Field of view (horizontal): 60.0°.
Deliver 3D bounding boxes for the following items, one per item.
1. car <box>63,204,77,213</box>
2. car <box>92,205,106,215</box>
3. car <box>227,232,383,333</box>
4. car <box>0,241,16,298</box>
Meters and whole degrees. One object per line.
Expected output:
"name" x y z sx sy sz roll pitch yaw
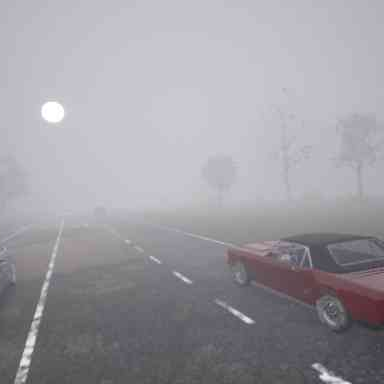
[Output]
"car" -27.575 3.990 74.122 1.895 1.301 4.718 -4 0 -13
"car" -14.960 2.905 53.670 1.837 1.490 4.892 -4 0 -20
"car" 2.463 1.486 6.667 1.895 1.301 4.718 -4 0 -20
"car" -5.392 1.929 7.738 1.837 1.490 4.892 -4 0 -20
